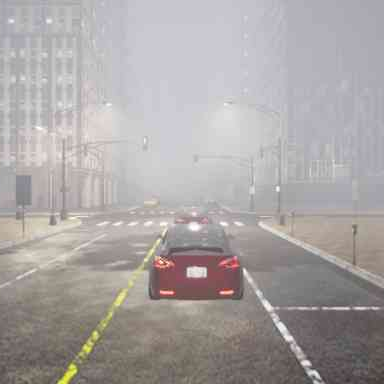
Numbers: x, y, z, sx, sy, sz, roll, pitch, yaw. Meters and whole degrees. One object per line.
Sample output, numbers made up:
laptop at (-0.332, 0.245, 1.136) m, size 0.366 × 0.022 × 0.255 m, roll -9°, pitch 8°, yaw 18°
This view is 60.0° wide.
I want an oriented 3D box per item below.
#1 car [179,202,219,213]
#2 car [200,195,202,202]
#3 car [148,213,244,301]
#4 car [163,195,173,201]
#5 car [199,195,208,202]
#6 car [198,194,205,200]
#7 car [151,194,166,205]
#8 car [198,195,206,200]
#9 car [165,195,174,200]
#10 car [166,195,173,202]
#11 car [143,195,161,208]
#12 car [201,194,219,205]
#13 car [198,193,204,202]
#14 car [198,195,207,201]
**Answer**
car at (0.061, 1.497, 17.629) m, size 2.163 × 1.488 × 4.792 m, roll 0°, pitch 0°, yaw 0°
car at (2.704, 1.500, 53.070) m, size 2.008 × 1.369 × 4.403 m, roll 0°, pitch 0°, yaw 0°
car at (0.082, 1.502, 8.382) m, size 2.163 × 1.488 × 4.792 m, roll 0°, pitch 0°, yaw 0°
car at (-5.822, 1.429, 81.434) m, size 2.008 × 1.369 × 4.403 m, roll 0°, pitch 0°, yaw 0°
car at (2.567, 1.419, 75.938) m, size 1.752 × 1.417 × 4.829 m, roll 0°, pitch 0°, yaw 0°
car at (2.540, 1.366, 92.963) m, size 1.752 × 1.417 × 4.829 m, roll 0°, pitch 0°, yaw 0°
car at (-5.875, 1.264, 53.057) m, size 2.192 × 1.841 × 5.009 m, roll 0°, pitch 0°, yaw 0°
car at (2.549, 1.411, 87.116) m, size 2.008 × 1.369 × 4.403 m, roll 0°, pitch 0°, yaw 0°
car at (-5.831, 1.411, 87.110) m, size 2.008 × 1.369 × 4.403 m, roll 0°, pitch 0°, yaw 0°
car at (-5.813, 1.439, 75.759) m, size 1.887 × 1.381 × 4.507 m, roll 0°, pitch 0°, yaw 0°
car at (-5.896, 1.486, 47.209) m, size 1.752 × 1.417 × 4.829 m, roll 0°, pitch 0°, yaw 0°
car at (2.744, 1.400, 47.392) m, size 1.967 × 1.590 × 4.097 m, roll 0°, pitch 0°, yaw 0°
car at (2.578, 1.224, 70.093) m, size 2.192 × 1.841 × 5.009 m, roll 0°, pitch 0°, yaw 0°
car at (2.558, 1.422, 81.442) m, size 1.887 × 1.381 × 4.507 m, roll 0°, pitch 0°, yaw 0°
